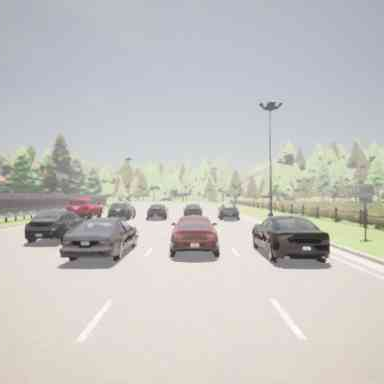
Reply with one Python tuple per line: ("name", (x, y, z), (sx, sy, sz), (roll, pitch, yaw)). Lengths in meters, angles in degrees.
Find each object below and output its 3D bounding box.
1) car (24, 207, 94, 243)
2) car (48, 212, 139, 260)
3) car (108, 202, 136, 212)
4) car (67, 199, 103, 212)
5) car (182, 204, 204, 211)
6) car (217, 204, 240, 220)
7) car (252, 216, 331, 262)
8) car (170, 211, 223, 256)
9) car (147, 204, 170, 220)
("car", (-6.900, 1.740, 17.421), (1.837, 1.490, 4.892), (0, -1, 0))
("car", (-3.400, 1.725, 13.100), (2.033, 1.411, 5.357), (0, -1, 0))
("car", (-6.899, 1.798, 33.165), (2.097, 1.767, 4.553), (0, -1, 0))
("car", (-10.398, 1.658, 32.450), (2.150, 2.045, 5.566), (0, -1, 0))
("car", (0.101, 1.956, 33.518), (1.837, 1.490, 4.892), (0, -1, 0))
("car", (3.601, 1.941, 33.430), (2.128, 1.511, 4.902), (0, -1, 0))
("car", (3.597, 1.652, 12.885), (1.882, 1.535, 5.008), (0, -1, 0))
("car", (0.091, 1.713, 13.814), (1.812, 1.442, 4.674), (0, -1, 0))
("car", (-3.399, 1.956, 33.513), (1.837, 1.490, 4.892), (0, -1, 0))
